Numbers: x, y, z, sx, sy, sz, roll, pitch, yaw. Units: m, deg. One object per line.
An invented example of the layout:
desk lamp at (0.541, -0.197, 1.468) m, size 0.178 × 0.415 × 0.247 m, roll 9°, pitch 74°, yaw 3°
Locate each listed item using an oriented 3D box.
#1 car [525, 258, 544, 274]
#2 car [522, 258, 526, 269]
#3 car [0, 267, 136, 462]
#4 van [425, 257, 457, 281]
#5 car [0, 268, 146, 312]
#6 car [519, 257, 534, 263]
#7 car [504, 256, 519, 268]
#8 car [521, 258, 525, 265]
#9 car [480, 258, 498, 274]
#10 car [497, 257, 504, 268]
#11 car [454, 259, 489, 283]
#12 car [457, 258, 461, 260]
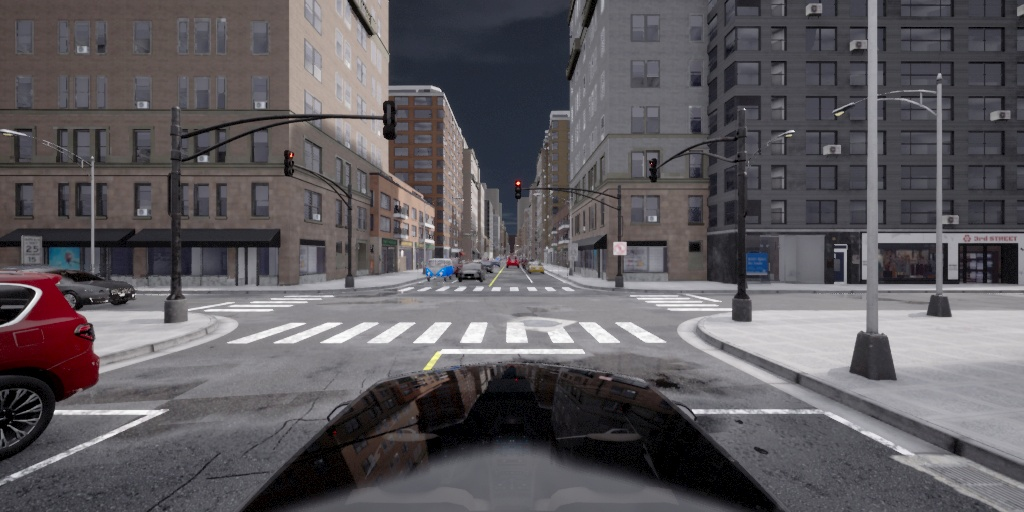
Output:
car at (2.701, 1.272, 40.447) m, size 1.751 × 1.417 × 4.829 m, roll 0°, pitch 0°, yaw 0°
car at (2.706, 1.296, 45.872) m, size 2.007 × 1.370 × 4.403 m, roll 0°, pitch 0°, yaw 0°
car at (-5.858, 1.065, 2.122) m, size 2.192 × 1.841 × 5.009 m, roll 0°, pitch 0°, yaw 0°
van at (-5.834, 1.088, 29.069) m, size 1.690 × 1.789 × 3.998 m, roll 0°, pitch 0°, yaw 0°
car at (-17.565, 1.265, 13.846) m, size 4.892 × 1.490 × 1.837 m, roll 0°, pitch 0°, yaw -2°
car at (2.716, 1.058, 57.060) m, size 2.192 × 1.841 × 5.009 m, roll 0°, pitch 0°, yaw 0°
car at (0.150, 0.964, 60.954) m, size 2.150 × 2.045 × 5.566 m, roll 0°, pitch 0°, yaw 0°
car at (2.711, 1.310, 51.466) m, size 1.948 × 1.339 × 4.313 m, roll 0°, pitch 0°, yaw 0°
car at (-3.056, 1.292, 40.989) m, size 2.033 × 1.411 × 5.357 m, roll 0°, pitch 0°, yaw 1°
car at (-2.955, 1.289, 63.051) m, size 2.033 × 1.411 × 5.357 m, roll 0°, pitch 0°, yaw 0°
car at (-3.077, 1.251, 28.188) m, size 1.837 × 1.490 × 4.892 m, roll 0°, pitch 0°, yaw 0°
car at (-5.830, 1.062, 34.665) m, size 2.192 × 1.841 × 5.009 m, roll 0°, pitch 0°, yaw 0°
